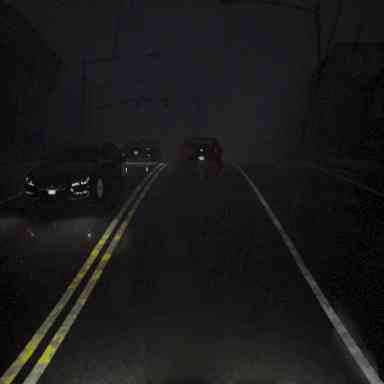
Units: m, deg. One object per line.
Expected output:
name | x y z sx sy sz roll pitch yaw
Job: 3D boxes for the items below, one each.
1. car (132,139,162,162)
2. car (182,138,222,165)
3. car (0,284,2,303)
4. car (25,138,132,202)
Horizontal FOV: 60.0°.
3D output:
car | -3.034 -2.552 20.418 1.994 1.385 4.181 0 6 2
car | 0.524 -2.183 17.598 1.895 1.301 4.718 0 8 2
car | -3.567 1.079 2.361 2.097 1.767 4.553 0 10 1
car | -3.370 -0.839 10.373 1.837 1.490 4.892 0 14 1
